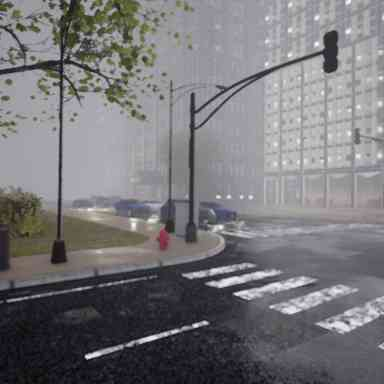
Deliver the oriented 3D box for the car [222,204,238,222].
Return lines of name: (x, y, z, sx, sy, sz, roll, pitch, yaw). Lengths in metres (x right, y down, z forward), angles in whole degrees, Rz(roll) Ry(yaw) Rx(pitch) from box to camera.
car: (1.477, 1.428, 25.667, 1.882, 1.535, 5.008, 1, 0, -34)

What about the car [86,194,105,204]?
car: (-17.463, 1.293, 60.187, 2.097, 1.767, 4.553, 1, 0, -34)

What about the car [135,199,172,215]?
car: (-3.985, 1.462, 33.872, 1.812, 1.442, 4.674, 1, 0, -34)

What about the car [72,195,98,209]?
car: (-14.215, 1.433, 43.421, 1.994, 1.385, 4.181, 1, 0, -33)

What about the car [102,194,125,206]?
car: (-12.415, 1.307, 52.638, 2.097, 1.767, 4.553, 1, 0, -33)

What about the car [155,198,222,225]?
car: (-0.363, 1.257, 22.572, 2.097, 1.767, 4.553, 1, 0, -34)

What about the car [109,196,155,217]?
car: (-5.475, 1.370, 30.250, 1.882, 1.535, 5.008, 1, 0, -34)

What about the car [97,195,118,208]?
car: (-11.964, 1.394, 45.910, 1.882, 1.535, 5.008, 1, 0, -34)

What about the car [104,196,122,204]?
car: (-14.776, 1.514, 62.011, 1.812, 1.442, 4.674, 1, 0, -34)

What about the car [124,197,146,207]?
car: (-9.236, 1.529, 53.683, 1.812, 1.442, 4.674, 1, 0, -34)
